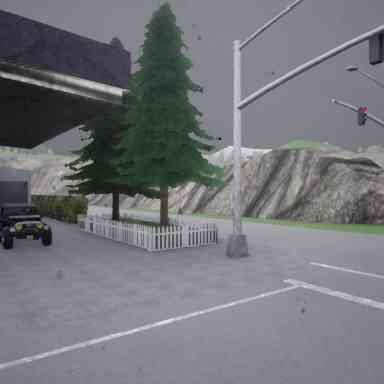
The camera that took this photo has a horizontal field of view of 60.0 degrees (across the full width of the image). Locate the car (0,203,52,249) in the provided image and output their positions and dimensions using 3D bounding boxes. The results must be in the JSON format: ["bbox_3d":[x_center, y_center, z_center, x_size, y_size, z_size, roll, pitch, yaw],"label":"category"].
[{"bbox_3d":[-8.053,1.505,15.798,1.905,1.878,3.866,0,0,-37],"label":"car"}]
